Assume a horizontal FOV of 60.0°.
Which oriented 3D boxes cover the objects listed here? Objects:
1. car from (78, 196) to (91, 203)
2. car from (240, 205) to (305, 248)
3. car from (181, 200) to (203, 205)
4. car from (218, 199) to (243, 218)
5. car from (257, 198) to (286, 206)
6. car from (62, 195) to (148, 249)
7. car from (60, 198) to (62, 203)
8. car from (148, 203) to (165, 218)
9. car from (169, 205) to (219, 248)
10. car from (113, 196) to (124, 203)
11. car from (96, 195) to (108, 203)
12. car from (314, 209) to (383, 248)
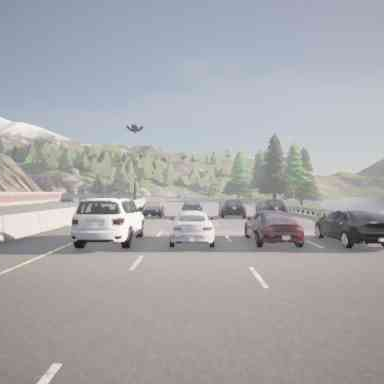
[{"bbox_3d":[-22.450,1.516,69.522,1.994,1.385,4.181,0,0,-8],"label":"car"},{"bbox_3d":[3.500,1.530,14.650,1.812,1.442,4.674,0,0,0],"label":"car"},{"bbox_3d":[0.000,1.493,29.650,2.128,1.511,4.902,0,0,0],"label":"car"},{"bbox_3d":[3.500,1.364,29.620,2.097,1.767,4.553,0,0,0],"label":"car"},{"bbox_3d":[7.000,1.364,29.620,2.097,1.767,4.553,0,0,0],"label":"car"},{"bbox_3d":[-3.500,1.255,14.680,2.150,2.045,5.566,0,0,0],"label":"car"},{"bbox_3d":[-25.900,1.519,68.933,1.994,1.385,4.181,0,0,-8],"label":"car"},{"bbox_3d":[-3.500,1.614,29.680,1.895,1.301,4.718,0,0,0],"label":"car"},{"bbox_3d":[0.000,1.530,14.650,1.812,1.442,4.674,0,0,0],"label":"car"},{"bbox_3d":[-15.546,1.551,70.670,1.895,1.301,4.718,0,0,-8],"label":"car"},{"bbox_3d":[-19.000,1.460,70.111,1.837,1.490,4.892,0,0,-8],"label":"car"},{"bbox_3d":[7.000,1.514,14.650,1.837,1.490,4.892,0,0,0],"label":"car"}]
